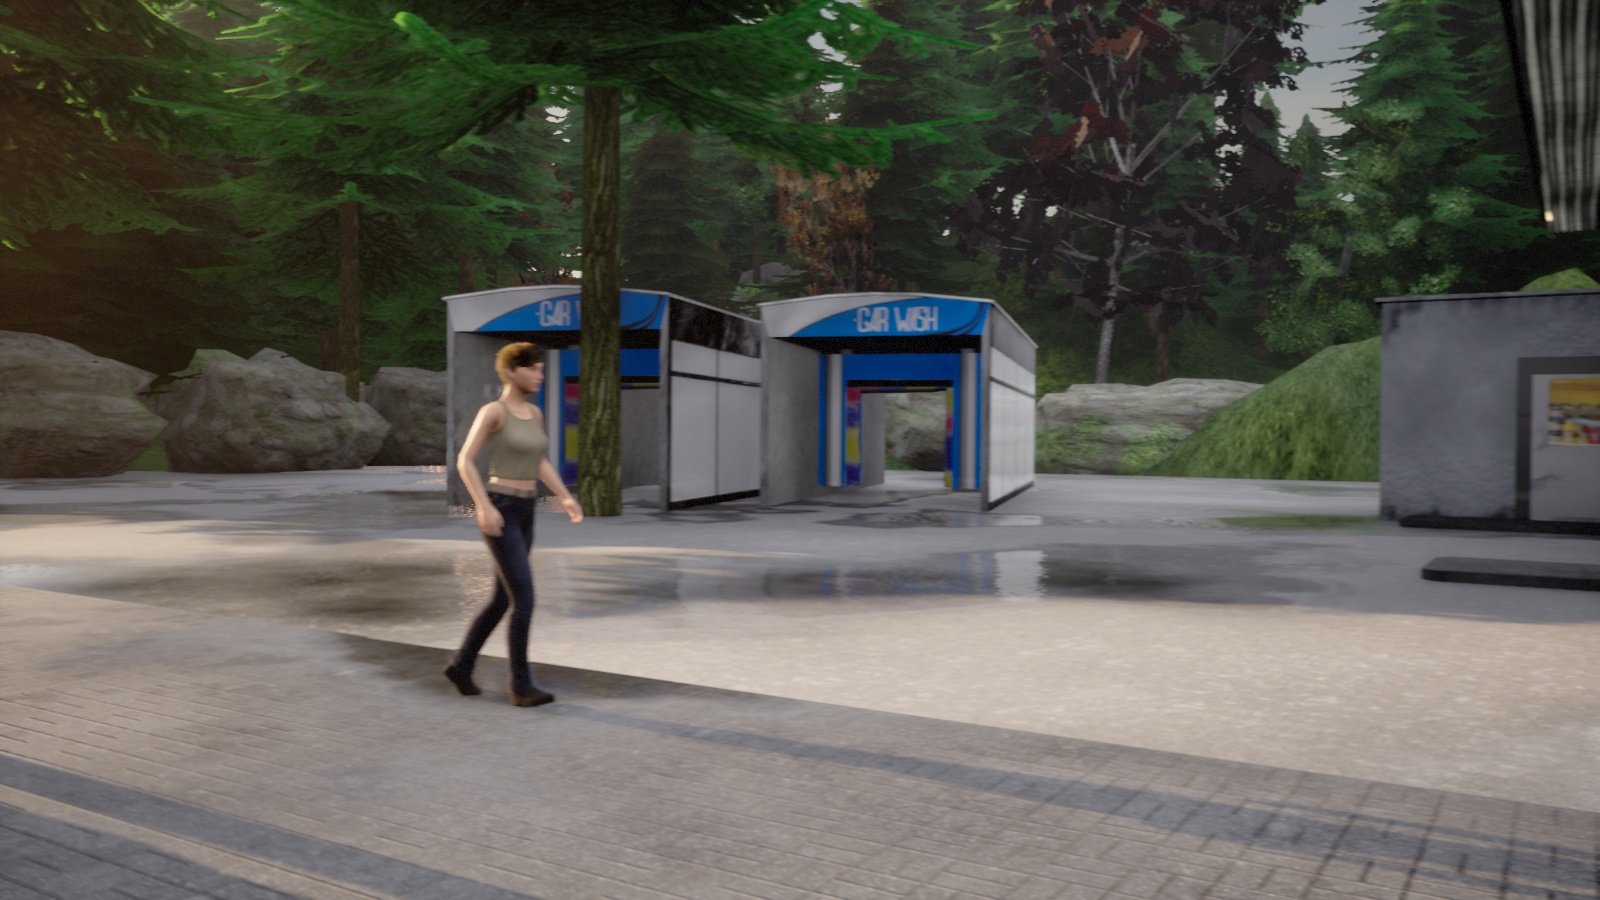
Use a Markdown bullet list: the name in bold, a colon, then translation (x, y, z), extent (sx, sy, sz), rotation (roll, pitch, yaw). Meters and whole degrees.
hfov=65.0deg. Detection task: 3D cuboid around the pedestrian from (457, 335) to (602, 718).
- **pedestrian**: translation (-1.346, 0.366, 6.273), extent (0.594, 1.836, 0.345), rotation (0, 1, 21)
